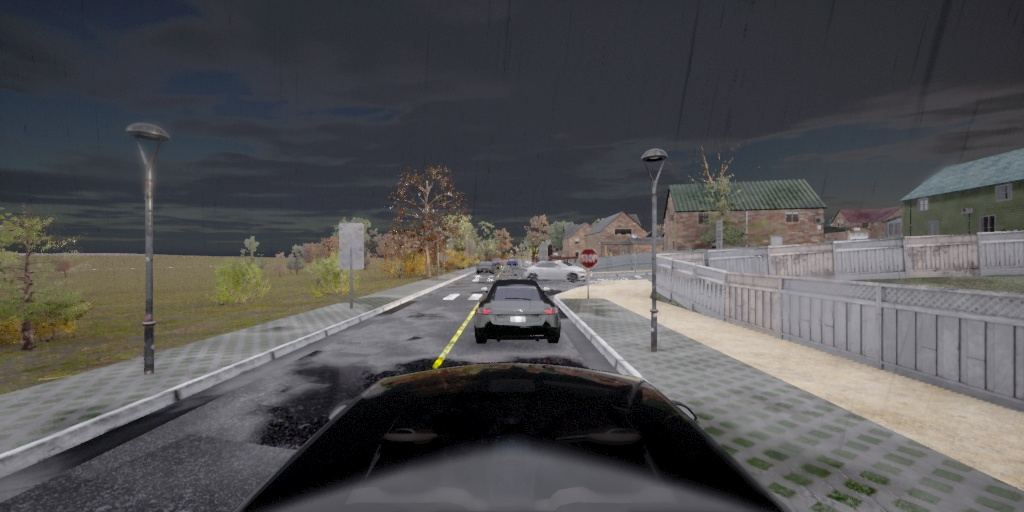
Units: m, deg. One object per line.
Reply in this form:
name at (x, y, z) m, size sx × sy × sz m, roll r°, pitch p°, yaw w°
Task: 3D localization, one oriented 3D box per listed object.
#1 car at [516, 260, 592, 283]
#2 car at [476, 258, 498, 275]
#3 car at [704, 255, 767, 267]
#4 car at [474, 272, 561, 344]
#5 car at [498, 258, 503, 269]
car at (2.913, 0.998, 23.511) m, size 4.674 × 1.442 × 1.812 m, roll -3°, pitch 0°, yaw 34°
car at (-2.863, 1.263, 39.362) m, size 1.837 × 1.490 × 4.892 m, roll 0°, pitch 0°, yaw 0°
car at (14.293, 0.402, 23.067) m, size 5.357 × 1.411 × 2.033 m, roll -3°, pitch 0°, yaw 14°
car at (0.100, 1.313, 9.630) m, size 1.994 × 1.385 × 4.181 m, roll 0°, pitch 0°, yaw -1°
car at (-2.851, 1.317, 53.211) m, size 2.033 × 1.411 × 5.357 m, roll 0°, pitch 0°, yaw 0°
